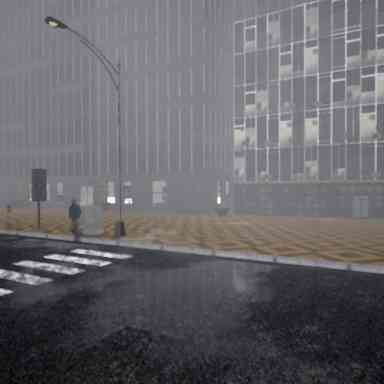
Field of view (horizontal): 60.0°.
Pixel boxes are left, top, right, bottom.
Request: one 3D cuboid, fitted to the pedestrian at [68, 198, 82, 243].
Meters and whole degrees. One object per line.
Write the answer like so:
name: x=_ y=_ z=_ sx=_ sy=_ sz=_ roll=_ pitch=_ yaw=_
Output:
pedestrian: x=-4.649 y=1.086 z=13.179 sx=0.375 sy=1.860 sz=0.375 roll=0 pitch=1 yaw=28
